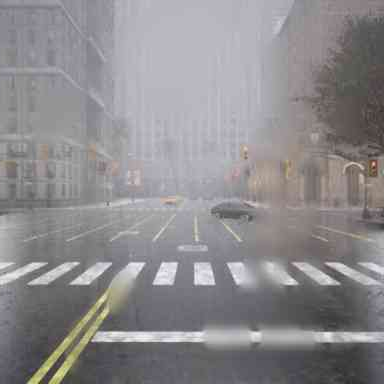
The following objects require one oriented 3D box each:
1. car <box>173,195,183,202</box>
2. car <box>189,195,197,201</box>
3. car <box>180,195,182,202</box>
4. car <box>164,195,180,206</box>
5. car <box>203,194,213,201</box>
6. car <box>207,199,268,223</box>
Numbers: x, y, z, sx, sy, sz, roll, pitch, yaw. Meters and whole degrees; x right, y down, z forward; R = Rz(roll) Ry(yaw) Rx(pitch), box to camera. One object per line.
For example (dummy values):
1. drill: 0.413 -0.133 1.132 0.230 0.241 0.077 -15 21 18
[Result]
1. car: -3.266 1.460 78.363 1.882 1.535 5.008 0 0 1
2. car: 0.236 1.432 78.556 2.128 1.511 4.902 0 0 1
3. car: -3.415 1.462 67.080 1.882 1.535 5.008 0 0 1
4. car: -3.546 1.465 55.510 1.882 1.535 5.008 0 0 0
5. car: 3.736 1.262 78.489 2.097 1.767 4.553 0 0 1
6. car: 3.520 1.499 25.587 1.837 1.490 4.892 -2 1 -41
